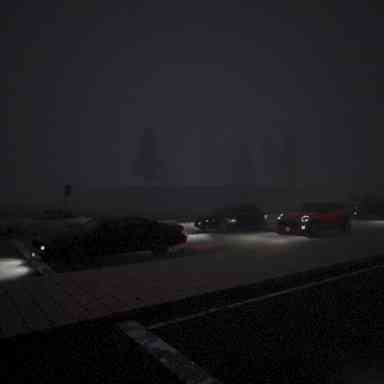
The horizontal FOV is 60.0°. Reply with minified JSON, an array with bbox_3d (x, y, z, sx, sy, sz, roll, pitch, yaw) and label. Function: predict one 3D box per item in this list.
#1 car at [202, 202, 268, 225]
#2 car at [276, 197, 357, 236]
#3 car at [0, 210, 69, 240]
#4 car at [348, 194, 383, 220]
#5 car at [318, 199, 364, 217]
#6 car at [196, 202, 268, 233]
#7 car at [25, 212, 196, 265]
[{"bbox_3d":[3.231,1.506,24.616,4.892,1.490,1.837,0,0,-35],"label":"car"},{"bbox_3d":[6.815,1.351,18.570,4.553,1.767,2.097,0,0,-35],"label":"car"},{"bbox_3d":[-7.499,1.601,17.062,4.718,1.301,1.895,0,0,-35],"label":"car"},{"bbox_3d":[14.292,1.222,28.133,5.566,2.045,2.150,0,0,-35],"label":"car"},{"bbox_3d":[14.721,1.504,32.736,4.892,1.490,1.837,0,0,-35],"label":"car"},{"bbox_3d":[2.393,1.506,19.740,4.892,1.490,1.837,0,0,-35],"label":"car"},{"bbox_3d":[-2.735,1.548,11.844,5.357,1.411,2.033,0,0,-35],"label":"car"}]
